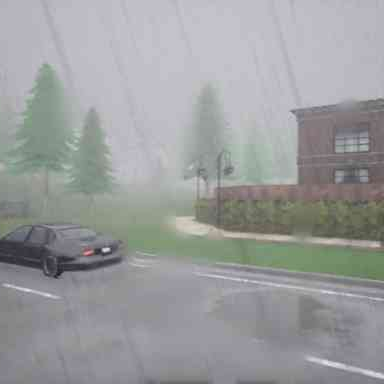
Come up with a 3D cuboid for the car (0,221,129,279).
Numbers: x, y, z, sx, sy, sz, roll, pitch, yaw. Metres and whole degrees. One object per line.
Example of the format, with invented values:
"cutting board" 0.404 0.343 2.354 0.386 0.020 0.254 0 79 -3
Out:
"car" -4.492 1.636 10.350 5.357 1.411 2.033 0 -1 31
